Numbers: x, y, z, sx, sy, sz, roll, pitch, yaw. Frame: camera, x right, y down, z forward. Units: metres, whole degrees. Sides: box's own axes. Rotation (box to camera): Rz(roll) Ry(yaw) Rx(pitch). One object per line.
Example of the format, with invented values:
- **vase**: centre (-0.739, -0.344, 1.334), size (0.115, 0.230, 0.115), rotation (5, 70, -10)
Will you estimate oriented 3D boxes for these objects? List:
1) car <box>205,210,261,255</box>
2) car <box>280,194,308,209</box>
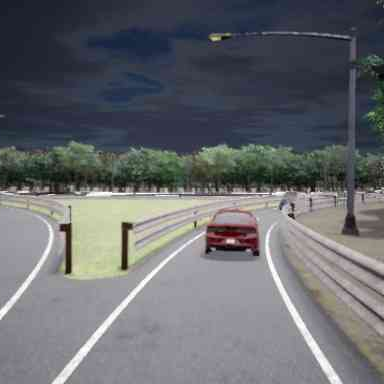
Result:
- **car**: centre (1.683, 1.433, 13.272), size (1.882, 1.535, 5.008), rotation (0, 1, 10)
- **car**: centre (11.469, 1.006, 37.260), size (2.097, 1.767, 4.553), rotation (1, 2, 33)
